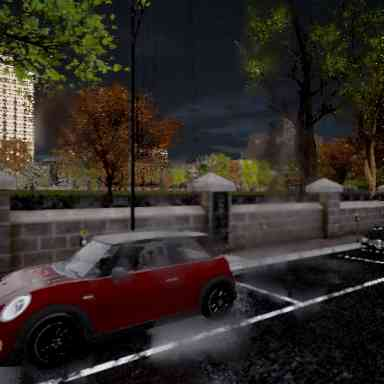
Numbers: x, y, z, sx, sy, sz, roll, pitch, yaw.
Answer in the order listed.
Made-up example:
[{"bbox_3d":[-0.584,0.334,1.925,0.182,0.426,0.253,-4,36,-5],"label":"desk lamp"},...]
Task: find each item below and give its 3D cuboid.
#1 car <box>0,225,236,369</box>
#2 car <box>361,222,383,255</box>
[{"bbox_3d":[-1.247,1.446,5.671,4.097,1.590,1.967,0,0,-35],"label":"car"},{"bbox_3d":[7.922,1.588,12.209,4.403,1.369,2.008,0,0,-35],"label":"car"}]
